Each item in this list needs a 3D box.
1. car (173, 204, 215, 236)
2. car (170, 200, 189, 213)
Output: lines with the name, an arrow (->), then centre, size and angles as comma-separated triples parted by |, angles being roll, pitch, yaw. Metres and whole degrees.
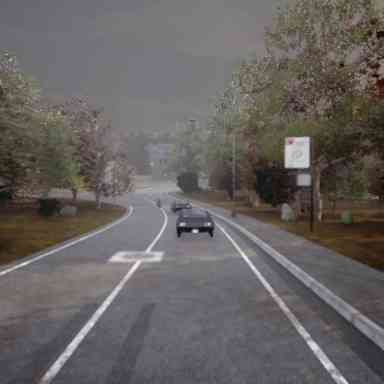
car -> 0.111, 1.568, 18.074 | 1.895, 1.301, 4.718 | 0, 0, -1
car -> -1.291, 1.467, 35.953 | 1.895, 1.301, 4.718 | -1, 1, -8
